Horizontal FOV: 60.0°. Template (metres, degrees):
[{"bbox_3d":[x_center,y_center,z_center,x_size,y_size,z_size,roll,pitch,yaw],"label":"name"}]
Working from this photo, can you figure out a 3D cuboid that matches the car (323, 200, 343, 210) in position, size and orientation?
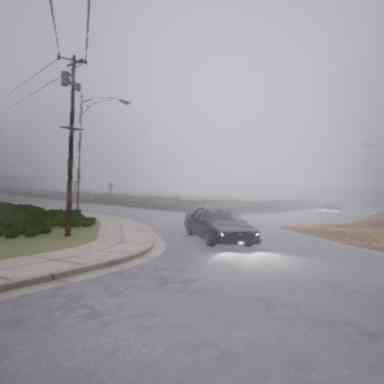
[{"bbox_3d":[20.081,1.819,47.263,1.994,1.385,4.181,3,1,35],"label":"car"}]

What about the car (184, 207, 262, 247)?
[{"bbox_3d":[1.071,1.395,14.471,2.033,1.411,5.357,2,0,-15],"label":"car"}]
